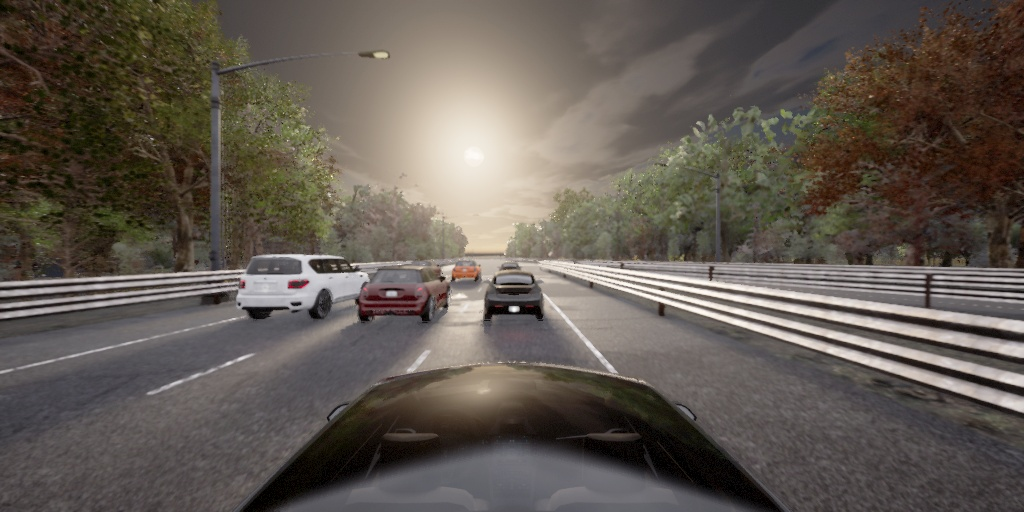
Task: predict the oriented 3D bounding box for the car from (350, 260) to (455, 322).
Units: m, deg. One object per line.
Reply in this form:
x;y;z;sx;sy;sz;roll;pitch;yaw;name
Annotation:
-3.450;1.097;12.370;2.097;1.767;4.553;0;0;0;car

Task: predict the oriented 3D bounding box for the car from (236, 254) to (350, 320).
-6.951;0.967;12.755;2.150;2.045;5.566;0;0;0;car

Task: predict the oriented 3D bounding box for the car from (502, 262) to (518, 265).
-0.183;1.245;29.984;1.837;1.490;4.892;0;0;-1;car

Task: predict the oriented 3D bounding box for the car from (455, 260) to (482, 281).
-3.679;1.093;29.699;2.097;1.767;4.553;0;0;-1;car

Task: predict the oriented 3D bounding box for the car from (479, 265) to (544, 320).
0.049;1.248;12.561;1.837;1.490;4.892;0;0;0;car

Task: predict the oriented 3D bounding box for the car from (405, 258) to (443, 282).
-7.179;1.094;29.713;2.097;1.767;4.553;0;0;-1;car
